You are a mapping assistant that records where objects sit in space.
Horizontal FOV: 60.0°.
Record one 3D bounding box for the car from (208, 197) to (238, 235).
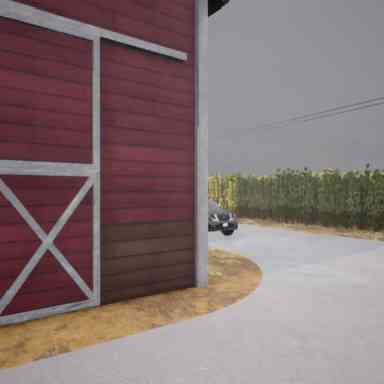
[{"bbox_3d":[0.111,1.211,18.183,2.150,2.045,5.566,0,0,-32],"label":"car"}]
